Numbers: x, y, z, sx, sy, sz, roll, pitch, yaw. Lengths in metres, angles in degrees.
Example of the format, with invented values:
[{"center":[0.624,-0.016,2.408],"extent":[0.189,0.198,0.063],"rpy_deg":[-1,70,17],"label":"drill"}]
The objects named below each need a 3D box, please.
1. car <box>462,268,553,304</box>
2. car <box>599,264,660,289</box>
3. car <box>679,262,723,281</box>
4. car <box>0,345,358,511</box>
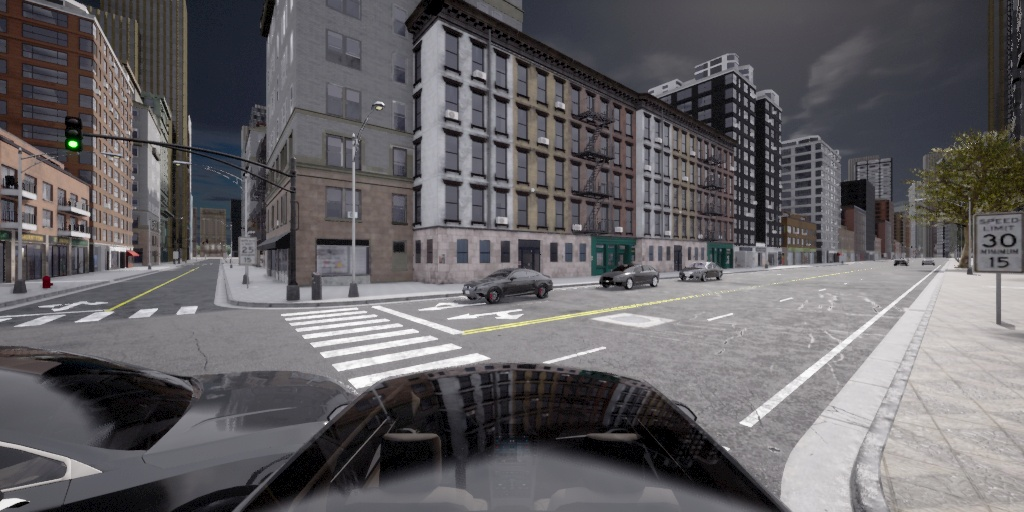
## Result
[{"center":[-0.087,1.286,16.720],"extent":[4.674,1.442,1.812],"rpy_deg":[0,0,-39],"label":"car"},{"center":[7.586,1.258,22.968],"extent":[4.892,1.490,1.837],"rpy_deg":[0,0,-39],"label":"car"},{"center":[15.576,1.235,29.462],"extent":[4.902,1.511,2.128],"rpy_deg":[0,0,-39],"label":"car"},{"center":[-3.227,1.257,1.739],"extent":[4.892,1.490,1.837],"rpy_deg":[0,0,-35],"label":"car"}]
